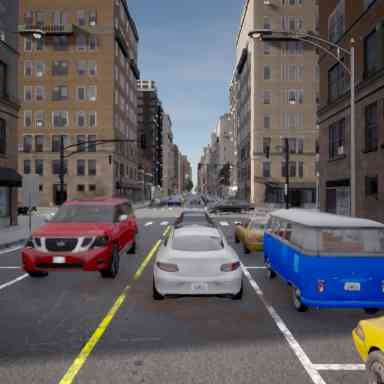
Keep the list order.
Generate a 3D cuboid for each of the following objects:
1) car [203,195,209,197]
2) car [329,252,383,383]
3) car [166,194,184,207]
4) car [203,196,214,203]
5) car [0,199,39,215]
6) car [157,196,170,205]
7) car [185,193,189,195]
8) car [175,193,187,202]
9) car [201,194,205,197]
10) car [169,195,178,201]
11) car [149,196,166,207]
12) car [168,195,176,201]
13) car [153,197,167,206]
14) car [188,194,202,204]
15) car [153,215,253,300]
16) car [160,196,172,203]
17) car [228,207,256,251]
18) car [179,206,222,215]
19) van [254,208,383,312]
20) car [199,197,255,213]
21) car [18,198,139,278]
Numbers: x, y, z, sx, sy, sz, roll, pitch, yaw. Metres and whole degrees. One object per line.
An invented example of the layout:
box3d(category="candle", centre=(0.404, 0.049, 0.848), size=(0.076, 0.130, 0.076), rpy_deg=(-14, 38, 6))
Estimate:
box3d(category="car", centre=(3.067, 1.570, 50.745), size=(1.947, 1.339, 4.313), rpy_deg=(1, 0, 1))
box3d(category="car", centre=(2.679, 1.526, 1.905), size=(1.752, 1.417, 4.829), rpy_deg=(1, 0, 0))
box3d(category="car", centre=(-2.678, 1.483, 52.189), size=(1.882, 1.535, 5.008), rpy_deg=(0, 0, 1))
box3d(category="car", centre=(3.304, 1.547, 67.336), size=(1.887, 1.381, 4.507), rpy_deg=(1, 0, 1))
box3d(category="car", centre=(-18.046, 1.411, 32.323), size=(5.357, 1.411, 2.033), rpy_deg=(0, -1, 0))
box3d(category="car", centre=(-5.300, 1.555, 61.920), size=(2.008, 1.369, 4.403), rpy_deg=(1, 0, 1))
box3d(category="car", centre=(-2.306, 1.358, 71.976), size=(2.097, 1.767, 4.553), rpy_deg=(0, 0, 1))
box3d(category="car", centre=(-2.515, 1.482, 61.849), size=(1.882, 1.535, 5.008), rpy_deg=(0, 0, 1))
box3d(category="car", centre=(3.225, 1.554, 61.806), size=(2.008, 1.369, 4.403), rpy_deg=(1, 0, 1))
box3d(category="car", centre=(-4.905, 1.565, 89.564), size=(1.947, 1.339, 4.313), rpy_deg=(1, 0, 1))
box3d(category="car", centre=(-5.458, 1.587, 50.863), size=(1.802, 1.307, 4.206), rpy_deg=(1, 0, 1))
box3d(category="car", centre=(-4.986, 1.526, 83.866), size=(1.752, 1.417, 4.829), rpy_deg=(1, 0, 1))
box3d(category="car", centre=(-5.379, 1.571, 56.392), size=(1.947, 1.339, 4.313), rpy_deg=(1, 0, 1))
box3d(category="car", centre=(0.676, 1.551, 63.809), size=(2.033, 1.411, 5.357), rpy_deg=(0, 0, 1))
box3d(category="car", centre=(0.088, 1.527, 8.258), size=(1.812, 1.442, 4.674), rpy_deg=(0, 0, -1))
box3d(category="car", centre=(-5.221, 1.548, 67.449), size=(1.887, 1.381, 4.507), rpy_deg=(1, 0, 1))
box3d(category="car", centre=(2.696, 1.527, 13.252), size=(1.752, 1.417, 4.829), rpy_deg=(1, 0, 0))
box3d(category="car", centre=(0.115, 1.566, 15.594), size=(1.994, 1.385, 4.181), rpy_deg=(0, 0, 0))
box3d(category="van", centre=(2.689, 1.342, 7.409), size=(1.690, 1.788, 3.998), rpy_deg=(1, 0, 0))
box3d(category="car", centre=(3.524, 1.515, 33.683), size=(4.892, 1.490, 1.837), rpy_deg=(1, -1, -25))
box3d(category="car", centre=(-3.077, 1.224, 10.483), size=(2.150, 2.045, 5.566), rpy_deg=(0, 0, 0))
